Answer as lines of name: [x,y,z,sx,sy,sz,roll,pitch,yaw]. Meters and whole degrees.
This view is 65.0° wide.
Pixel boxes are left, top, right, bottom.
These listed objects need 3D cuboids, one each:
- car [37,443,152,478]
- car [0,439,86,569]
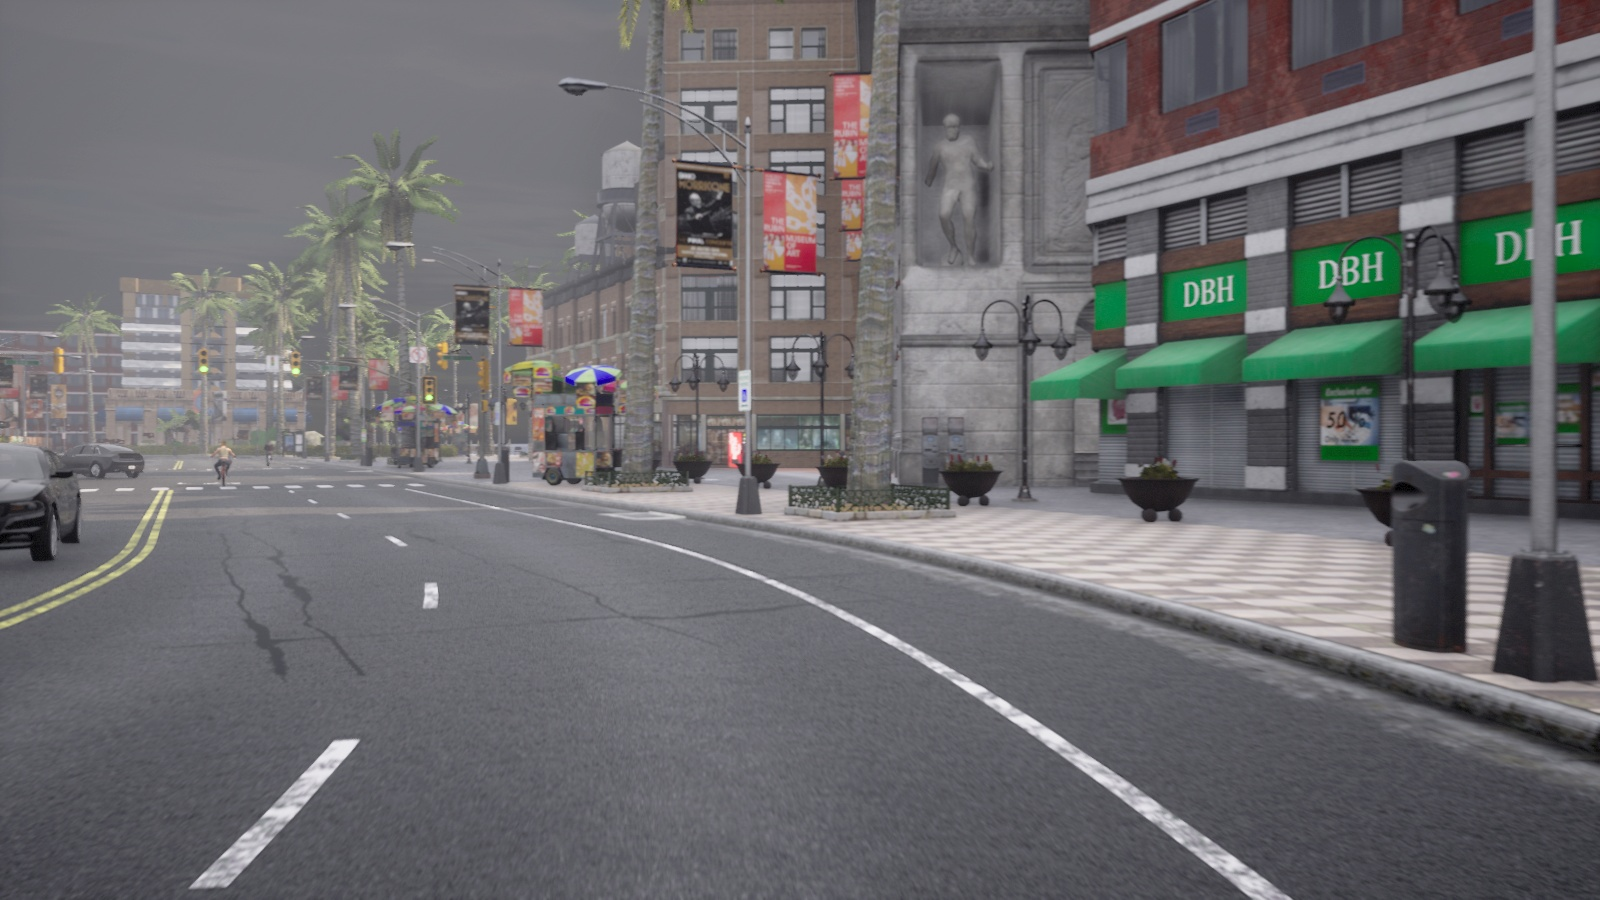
car: [-30.709,0.441,54.633,4.892,1.490,1.837,0,0,25]
car: [-10.969,0.628,16.957,1.882,1.535,5.008,0,0,-25]
